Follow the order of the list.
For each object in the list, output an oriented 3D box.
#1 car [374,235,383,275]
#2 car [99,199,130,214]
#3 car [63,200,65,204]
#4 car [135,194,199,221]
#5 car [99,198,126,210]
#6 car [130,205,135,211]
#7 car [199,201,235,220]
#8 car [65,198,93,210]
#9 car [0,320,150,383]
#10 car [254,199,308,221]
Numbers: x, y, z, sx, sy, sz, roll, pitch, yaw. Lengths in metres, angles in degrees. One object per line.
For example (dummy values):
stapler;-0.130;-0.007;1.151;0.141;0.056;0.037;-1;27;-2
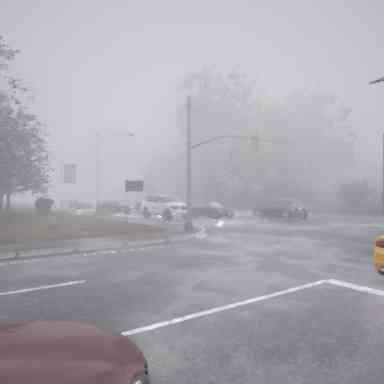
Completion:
car;6.828;1.489;9.468;5.008;1.535;1.882;0;0;-45
car;-8.351;1.616;35.883;1.895;1.301;4.718;0;0;-39
car;-20.201;1.619;56.426;1.895;1.301;4.718;0;0;-39
car;-2.251;1.237;28.261;2.150;2.045;5.566;0;0;-39
car;-10.623;1.582;44.324;1.994;1.385;4.181;0;0;-39
car;-4.348;1.566;36.488;2.033;1.411;5.357;0;0;-38
car;1.631;1.544;28.992;1.812;1.442;4.674;0;0;-39
car;-14.665;1.541;43.787;1.812;1.442;4.674;0;0;-39
car;-2.464;1.524;1.972;4.674;1.442;1.812;0;0;-36
car;7.274;1.374;27.693;2.097;1.767;4.553;0;0;-33
